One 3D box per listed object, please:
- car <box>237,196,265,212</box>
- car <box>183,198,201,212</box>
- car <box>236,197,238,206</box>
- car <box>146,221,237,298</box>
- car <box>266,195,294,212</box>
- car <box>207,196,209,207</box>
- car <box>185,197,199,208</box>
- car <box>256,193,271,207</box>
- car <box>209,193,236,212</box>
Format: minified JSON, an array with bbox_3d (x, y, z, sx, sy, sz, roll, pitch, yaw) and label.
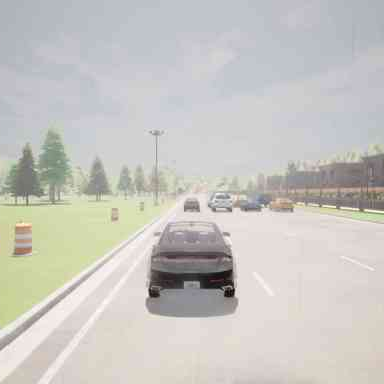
[{"bbox_3d":[6.975,1.564,39.565,1.994,1.385,4.181,0,0,0],"label":"car"},{"bbox_3d":[-0.024,1.491,39.144,2.128,1.511,4.902,0,0,0],"label":"car"},{"bbox_3d":[6.969,1.478,49.568,1.882,1.535,5.008,0,0,0],"label":"car"},{"bbox_3d":[-0.006,1.492,8.531,2.128,1.511,4.902,0,0,0],"label":"car"},{"bbox_3d":[10.476,1.478,39.150,1.882,1.535,5.008,0,0,0],"label":"car"},{"bbox_3d":[3.469,1.221,49.596,2.150,2.045,5.566,0,0,0],"label":"car"},{"bbox_3d":[-0.031,1.547,49.564,2.033,1.411,5.357,0,0,0],"label":"car"},{"bbox_3d":[10.469,1.221,49.600,2.150,2.045,5.566,0,0,0],"label":"car"},{"bbox_3d":[3.475,1.221,39.176,2.150,2.045,5.566,0,0,0],"label":"car"}]
